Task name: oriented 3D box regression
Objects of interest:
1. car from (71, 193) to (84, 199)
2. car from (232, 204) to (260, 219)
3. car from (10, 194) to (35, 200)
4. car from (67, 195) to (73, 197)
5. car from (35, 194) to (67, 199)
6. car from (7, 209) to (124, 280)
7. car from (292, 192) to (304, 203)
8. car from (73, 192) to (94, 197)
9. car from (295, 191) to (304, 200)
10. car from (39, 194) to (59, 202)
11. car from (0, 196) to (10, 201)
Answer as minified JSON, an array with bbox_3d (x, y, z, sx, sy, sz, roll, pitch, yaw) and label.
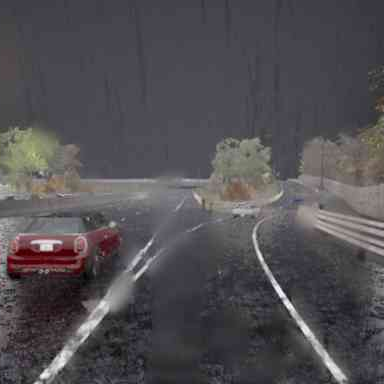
[{"bbox_3d":[-28.218,1.030,82.045,1.812,1.442,4.674,0,0,0],"label":"car"},{"bbox_3d":[5.204,1.811,31.328,1.895,1.301,4.718,0,-1,20],"label":"car"},{"bbox_3d":[-24.681,1.137,50.082,2.097,1.767,4.553,0,0,0],"label":"car"},{"bbox_3d":[-24.677,1.259,66.094,2.128,1.511,4.902,0,0,0],"label":"car"},{"bbox_3d":[-21.183,1.139,50.185,2.097,1.767,4.553,0,0,0],"label":"car"},{"bbox_3d":[-3.432,1.309,9.956,2.097,1.767,4.553,0,0,0],"label":"car"},{"bbox_3d":[22.507,1.292,70.828,2.150,2.045,5.566,0,3,20],"label":"car"},{"bbox_3d":[-21.177,0.961,66.252,2.150,2.045,5.566,0,0,0],"label":"car"},{"bbox_3d":[26.094,0.774,80.614,2.097,1.767,4.553,0,4,19],"label":"car"},{"bbox_3d":[-28.176,1.231,65.848,1.837,1.490,4.892,0,0,0],"label":"car"},{"bbox_3d":[-28.173,1.309,49.816,1.812,1.442,4.674,0,0,0],"label":"car"}]
